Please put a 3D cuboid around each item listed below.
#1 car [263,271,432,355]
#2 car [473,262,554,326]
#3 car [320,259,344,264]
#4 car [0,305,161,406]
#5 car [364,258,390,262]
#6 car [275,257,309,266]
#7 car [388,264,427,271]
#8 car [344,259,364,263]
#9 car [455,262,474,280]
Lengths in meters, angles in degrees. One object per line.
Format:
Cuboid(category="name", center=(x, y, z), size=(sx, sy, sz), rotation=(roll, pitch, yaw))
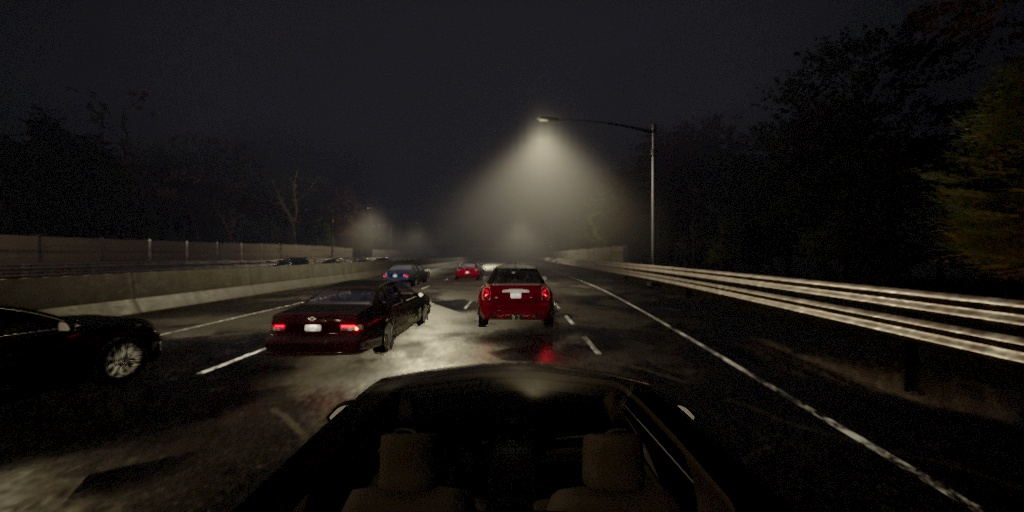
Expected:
Cuboid(category="car", center=(-3.399, 1.266, 8.648), size=(2.033, 1.411, 5.357), rotation=(0, 0, 0))
Cuboid(category="car", center=(0.102, 1.057, 11.631), size=(2.097, 1.767, 4.553), rotation=(0, 0, 0))
Cuboid(category="car", center=(-24.554, 1.114, 49.332), size=(2.033, 1.411, 5.357), rotation=(0, 0, 0))
Cuboid(category="car", center=(-6.901, 1.246, 4.066), size=(1.837, 1.490, 4.892), rotation=(0, 1, 0))
Cuboid(category="car", center=(-17.571, 1.074, 48.029), size=(1.837, 1.490, 4.892), rotation=(0, 1, 0))
Cuboid(category="car", center=(-28.067, 0.930, 45.946), size=(2.097, 1.767, 4.553), rotation=(0, 0, 0))
Cuboid(category="car", center=(-6.896, 1.204, 23.662), size=(2.033, 1.411, 5.357), rotation=(0, 0, 0))
Cuboid(category="car", center=(-21.056, 1.129, 49.819), size=(1.994, 1.385, 4.181), rotation=(0, 0, 0))
Cuboid(category="car", center=(-3.394, 1.199, 29.285), size=(1.994, 1.385, 4.181), rotation=(0, 0, 0))
